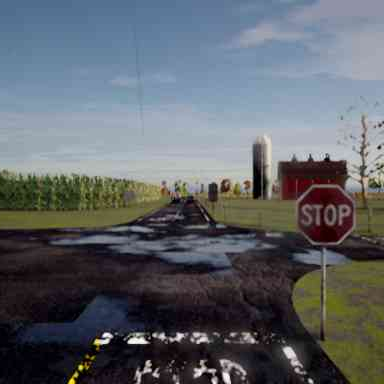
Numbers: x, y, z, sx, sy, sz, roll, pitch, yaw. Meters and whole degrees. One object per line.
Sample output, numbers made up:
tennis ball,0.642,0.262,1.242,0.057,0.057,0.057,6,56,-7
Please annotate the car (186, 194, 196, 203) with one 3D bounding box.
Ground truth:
car,-0.201,1.336,71.620,2.097,1.767,4.553,0,0,0

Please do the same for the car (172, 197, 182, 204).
car,-2.932,1.609,65.821,1.994,1.385,4.181,0,0,0

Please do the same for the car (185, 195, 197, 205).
car,-0.169,1.542,61.215,1.837,1.490,4.892,0,0,0
